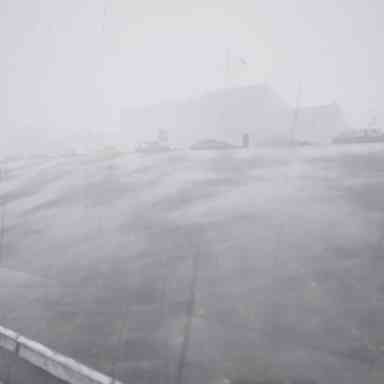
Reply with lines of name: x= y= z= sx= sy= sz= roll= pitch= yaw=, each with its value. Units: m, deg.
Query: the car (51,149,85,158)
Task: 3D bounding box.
car: x=-12.439 y=-3.823 z=35.574 sx=4.674 sy=1.452 sz=2.002 roll=1 pitch=1 yaw=33

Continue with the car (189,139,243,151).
car: x=2.022 y=-3.526 z=27.032 sx=4.792 sy=1.488 sz=2.163 roll=1 pitch=1 yaw=29

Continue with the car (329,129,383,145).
car: x=11.719 y=-3.353 z=21.969 sx=4.892 sy=1.521 sz=2.231 roll=1 pitch=1 yaw=27

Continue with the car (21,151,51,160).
car: x=-17.087 y=-3.960 z=38.601 sx=4.892 sy=1.521 sz=2.231 roll=1 pitch=1 yaw=34

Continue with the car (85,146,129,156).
car: x=-7.727 y=-3.762 z=32.646 sx=5.008 sy=1.535 sz=2.097 roll=1 pitch=1 yaw=32

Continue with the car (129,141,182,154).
car: x=-2.972 y=-3.786 z=29.831 sx=4.553 sy=1.767 sz=2.185 roll=1 pitch=1 yaw=31

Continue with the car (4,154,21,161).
car: x=-21.655 y=-4.039 z=41.699 sx=4.892 sy=1.521 sz=2.231 roll=1 pitch=0 yaw=34

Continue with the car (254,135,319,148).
car: x=6.886 y=-3.414 z=24.426 sx=4.674 sy=1.452 sz=2.002 roll=1 pitch=1 yaw=28
